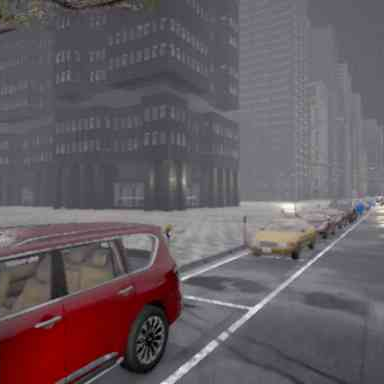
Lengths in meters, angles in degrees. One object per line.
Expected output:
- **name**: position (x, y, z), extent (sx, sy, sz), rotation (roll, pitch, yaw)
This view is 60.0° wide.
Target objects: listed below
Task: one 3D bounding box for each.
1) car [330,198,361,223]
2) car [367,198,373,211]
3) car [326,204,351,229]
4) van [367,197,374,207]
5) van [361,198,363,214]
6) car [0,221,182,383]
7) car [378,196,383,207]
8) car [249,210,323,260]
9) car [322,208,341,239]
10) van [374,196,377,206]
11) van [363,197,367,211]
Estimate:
- **car**: position (12.565, 1.542, 27.907), extent (2.192, 1.841, 5.009), rotation (0, -1, 31)
- **car**: position (24.235, 1.967, 47.386), extent (1.802, 1.307, 4.206), rotation (0, -1, 31)
- **car**: position (9.648, 1.770, 23.034), extent (1.802, 1.307, 4.206), rotation (0, -1, 31)
- **van**: position (27.152, 1.767, 52.259), extent (1.690, 1.788, 3.998), rotation (-1, -1, 31)
- **van**: position (15.482, 1.607, 32.777), extent (1.690, 1.788, 3.998), rotation (0, -1, 31)
- **car**: position (-2.022, 1.350, 3.554), extent (2.192, 1.841, 5.009), rotation (0, -1, 31)
- **car**: position (36.541, 2.015, 62.553), extent (1.837, 1.490, 4.892), rotation (0, -1, 31)
- **car**: position (3.726, 1.635, 13.148), extent (1.752, 1.417, 4.829), rotation (0, -1, 31)
- **car**: position (6.731, 1.731, 18.164), extent (1.802, 1.307, 4.206), rotation (0, -1, 31)
- **van**: position (32.986, 1.849, 62.000), extent (1.690, 1.788, 3.998), rotation (-1, -1, 31)
- **van**: position (18.400, 1.646, 37.648), extent (1.690, 1.788, 3.998), rotation (0, -1, 31)
